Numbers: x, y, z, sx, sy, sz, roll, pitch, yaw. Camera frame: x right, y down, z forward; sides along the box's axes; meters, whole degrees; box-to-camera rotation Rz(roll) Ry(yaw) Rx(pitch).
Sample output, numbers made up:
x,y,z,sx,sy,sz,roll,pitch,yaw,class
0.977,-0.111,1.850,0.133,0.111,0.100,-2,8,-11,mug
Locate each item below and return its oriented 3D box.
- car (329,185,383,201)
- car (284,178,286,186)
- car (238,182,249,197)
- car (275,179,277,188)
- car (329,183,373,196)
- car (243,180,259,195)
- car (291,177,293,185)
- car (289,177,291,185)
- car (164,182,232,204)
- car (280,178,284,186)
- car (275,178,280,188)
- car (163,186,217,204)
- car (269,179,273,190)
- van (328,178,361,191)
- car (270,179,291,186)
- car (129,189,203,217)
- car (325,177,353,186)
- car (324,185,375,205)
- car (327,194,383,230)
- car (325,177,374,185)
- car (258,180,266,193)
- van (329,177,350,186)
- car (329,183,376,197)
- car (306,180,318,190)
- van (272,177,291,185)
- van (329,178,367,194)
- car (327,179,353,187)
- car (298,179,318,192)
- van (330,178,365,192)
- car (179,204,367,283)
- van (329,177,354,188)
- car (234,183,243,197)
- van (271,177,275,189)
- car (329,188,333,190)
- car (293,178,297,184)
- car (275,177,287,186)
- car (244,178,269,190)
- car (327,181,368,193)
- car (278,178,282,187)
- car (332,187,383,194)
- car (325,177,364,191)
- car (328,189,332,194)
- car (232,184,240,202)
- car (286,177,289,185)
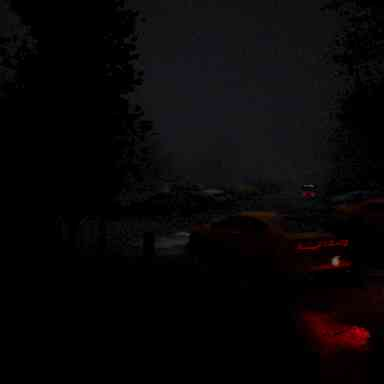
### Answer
x,y,z,sx,sy,sz,roll,pitch,yaw,class
16.301,0.049,33.317,4.792,1.488,2.163,1,3,22,car
15.594,-1.618,66.501,4.892,1.521,2.231,1,3,22,car
2.998,-0.006,35.713,5.366,1.575,1.946,1,3,22,car
11.421,-1.079,56.224,4.792,1.488,2.163,1,3,22,car
19.451,-0.385,40.989,4.792,1.488,2.163,1,3,22,car
5.113,-0.314,40.968,5.366,1.575,1.946,1,3,22,car
20.760,-2.259,79.369,5.008,1.535,2.097,1,3,22,car
19.700,-2.257,76.800,4.553,1.767,2.185,1,3,22,car
0.089,0.205,27.905,5.566,2.045,2.435,1,3,22,car
14.381,-1.497,63.999,5.366,1.575,1.946,1,3,22,car
12.456,-1.207,58.797,4.792,1.488,2.163,1,3,22,car
-0.965,0.608,25.356,5.008,1.535,2.097,1,3,22,car
9.404,-0.822,51.056,4.792,1.488,2.163,1,3,22,car
23.445,-1.161,51.297,4.442,1.987,1.878,1,3,22,van
21.803,-2.347,81.941,4.674,1.452,2.002,1,3,22,car
-2.032,0.789,22.799,4.792,1.488,2.163,1,3,22,car
32.871,-2.340,74.484,5.566,2.045,2.435,1,3,22,car
13.057,0.469,25.678,5.366,1.575,1.946,1,3,22,car
9.139,1.074,15.461,5.008,1.535,2.097,1,3,22,car
15.319,-0.079,30.715,5.566,2.045,2.435,1,3,22,car
6.446,-0.449,43.287,5.366,1.575,1.946,1,3,22,car
34.038,-2.440,76.998,4.442,1.987,1.878,1,3,22,van
18.466,-0.252,38.544,4.792,1.488,2.163,1,3,22,car
21.105,-1.264,58.407,1.882,1.535,5.008,1,3,22,car
22.726,-2.742,84.545,4.442,1.987,1.878,1,3,22,van
20.348,-0.775,43.578,4.442,1.987,1.878,1,3,22,van
31.814,-1.955,71.804,5.008,1.535,2.097,1,3,22,car
17.265,-0.776,48.865,2.128,1.511,4.902,1,3,22,car
22.628,-1.031,48.643,4.442,1.987,1.878,1,3,22,van
1.751,1.272,9.091,1.882,1.535,5.008,1,0,-30,car
29.906,-1.930,66.730,4.442,1.987,1.878,1,3,22,van
2.141,0.153,33.070,4.892,1.521,2.231,1,3,22,car
10.519,-1.204,53.585,4.442,1.987,1.878,1,3,22,van
12.194,0.666,23.046,4.674,1.452,2.002,1,3,22,car
23.895,-2.893,87.063,5.566,2.045,2.435,1,3,22,car
16.618,-1.747,69.078,4.892,1.521,2.231,1,3,22,car
8.371,-0.847,48.478,4.553,1.767,2.185,1,3,22,car
21.493,-0.679,46.128,5.008,1.535,2.097,1,3,22,car
13.491,-1.335,61.370,4.792,1.488,2.163,1,3,22,car
10.205,0.798,18.008,4.553,1.767,2.185,1,3,22,car
24.560,-1.313,53.829,5.566,2.045,2.435,1,3,22,car
11.137,0.807,20.489,4.792,1.488,2.163,1,3,22,car
1.272,0.303,30.432,5.366,1.575,1.946,1,3,22,car
17.487,-1.881,71.717,5.366,1.575,1.946,1,3,22,car
